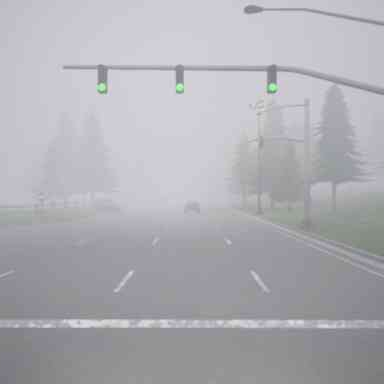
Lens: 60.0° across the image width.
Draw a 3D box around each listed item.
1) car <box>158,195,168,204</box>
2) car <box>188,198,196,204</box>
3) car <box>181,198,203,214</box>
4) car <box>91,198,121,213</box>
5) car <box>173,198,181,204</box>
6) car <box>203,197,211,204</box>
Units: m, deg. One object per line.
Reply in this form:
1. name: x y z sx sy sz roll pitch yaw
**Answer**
1. car: -7.038 1.808 80.896 2.150 2.045 5.566 0 0 0
2. car: -0.038 2.122 80.867 2.033 1.411 5.357 0 0 0
3. car: -0.022 1.790 39.421 1.837 1.490 4.892 0 0 0
4. car: -10.358 1.518 39.962 2.097 1.767 4.553 -4 2 -40
5. car: -3.538 2.106 80.865 1.812 1.442 4.674 0 0 0
6. car: 3.462 2.082 80.868 1.837 1.490 4.892 0 0 0
